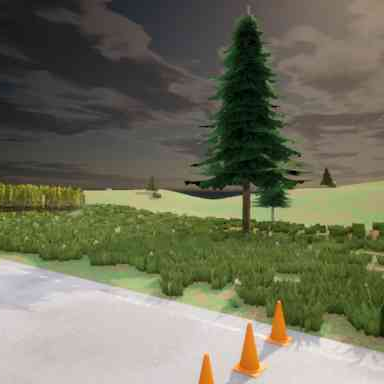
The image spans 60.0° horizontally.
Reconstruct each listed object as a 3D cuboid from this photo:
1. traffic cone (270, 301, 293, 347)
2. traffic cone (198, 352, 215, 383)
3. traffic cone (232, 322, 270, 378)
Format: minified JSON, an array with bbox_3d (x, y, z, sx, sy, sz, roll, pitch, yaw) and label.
[{"bbox_3d":[1.320,1.955,5.050,0.340,0.580,0.340,0,0,36],"label":"traffic cone"},{"bbox_3d":[0.150,1.955,3.427,0.340,0.580,0.340,0,0,36],"label":"traffic cone"},{"bbox_3d":[0.735,1.955,4.239,0.340,0.580,0.340,0,0,36],"label":"traffic cone"}]
